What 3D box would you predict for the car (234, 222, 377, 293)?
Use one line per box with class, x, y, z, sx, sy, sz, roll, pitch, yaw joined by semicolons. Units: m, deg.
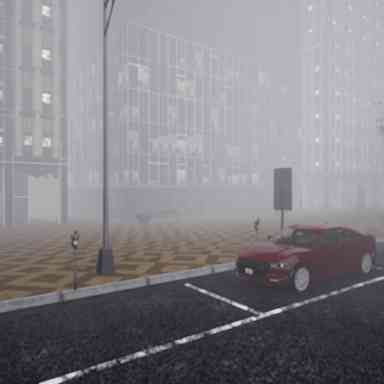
car;3.106;1.528;8.781;4.507;1.381;1.887;0;0;-36
